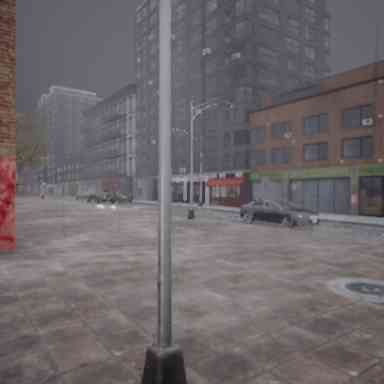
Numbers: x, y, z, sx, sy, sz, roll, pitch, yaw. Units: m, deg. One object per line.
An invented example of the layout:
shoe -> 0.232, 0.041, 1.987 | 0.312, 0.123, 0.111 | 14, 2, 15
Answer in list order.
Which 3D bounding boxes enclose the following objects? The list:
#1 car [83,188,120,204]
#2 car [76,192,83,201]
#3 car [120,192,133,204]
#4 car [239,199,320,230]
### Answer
car -> -11.447, 0.466, 41.694 | 2.150, 2.045, 5.566 | 0, 0, -35
car -> -17.957, 0.669, 55.786 | 1.812, 1.442, 4.674 | 0, 0, -36
car -> -9.527, 0.733, 43.995 | 2.128, 1.511, 4.902 | 0, 0, -36
car -> 4.814, 1.170, 18.859 | 2.128, 1.511, 4.902 | 0, 1, -36
